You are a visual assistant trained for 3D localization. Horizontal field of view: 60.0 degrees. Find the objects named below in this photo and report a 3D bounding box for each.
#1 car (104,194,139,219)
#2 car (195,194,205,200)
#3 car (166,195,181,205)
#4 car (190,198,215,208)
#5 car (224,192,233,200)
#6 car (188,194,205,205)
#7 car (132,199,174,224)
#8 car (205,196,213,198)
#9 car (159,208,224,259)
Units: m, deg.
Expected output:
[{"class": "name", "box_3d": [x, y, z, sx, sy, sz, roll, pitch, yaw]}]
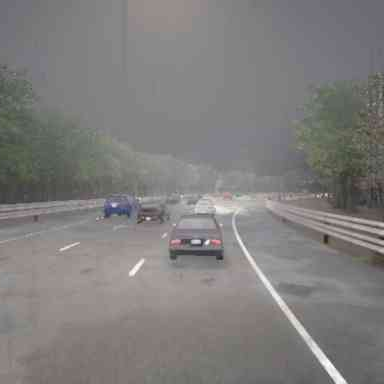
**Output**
[{"class": "car", "box_3d": [-6.011, 1.212, 29.304, 2.150, 2.045, 5.566, 0, 0, 4]}, {"class": "car", "box_3d": [2.331, 1.380, 90.648, 1.837, 1.490, 4.892, 0, 0, 12]}, {"class": "car", "box_3d": [-3.203, 1.308, 57.184, 2.097, 1.767, 4.553, 0, 0, 8]}, {"class": "car", "box_3d": [1.144, 1.531, 31.051, 1.812, 1.442, 4.674, 0, 0, 4]}, {"class": "car", "box_3d": [10.371, 1.100, 94.802, 2.150, 2.045, 5.566, 0, 0, 12]}, {"class": "car", "box_3d": [0.447, 1.468, 58.180, 2.128, 1.511, 4.902, 0, 0, 8]}, {"class": "car", "box_3d": [-2.730, 1.501, 24.447, 1.837, 1.490, 4.892, 0, 0, 3]}, {"class": "car", "box_3d": [3.902, 1.507, 80.454, 1.895, 1.301, 4.718, 0, 0, 11]}, {"class": "car", "box_3d": [0.196, 1.549, 12.552, 2.033, 1.411, 5.357, 0, 0, 2]}]
